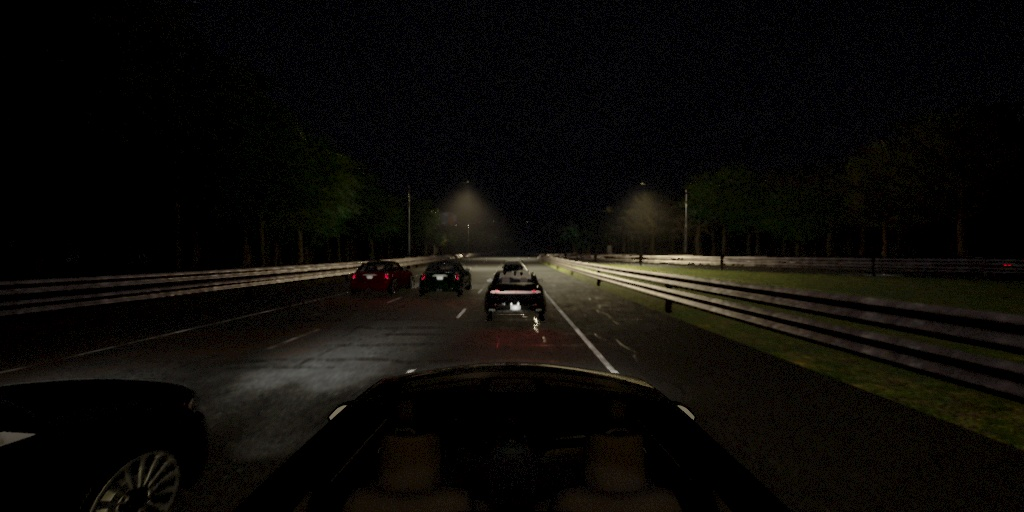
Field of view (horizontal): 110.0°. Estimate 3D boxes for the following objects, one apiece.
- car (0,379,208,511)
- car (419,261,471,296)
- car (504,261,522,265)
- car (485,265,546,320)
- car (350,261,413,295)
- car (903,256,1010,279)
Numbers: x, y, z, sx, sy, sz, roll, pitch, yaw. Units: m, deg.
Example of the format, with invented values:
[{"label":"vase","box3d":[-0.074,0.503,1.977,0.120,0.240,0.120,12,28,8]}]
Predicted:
[{"label":"car","box3d":[-3.400,1.240,0.922,2.128,1.511,4.902,0,0,0]},{"label":"car","box3d":[-3.401,1.051,19.035,2.097,1.767,4.553,0,0,0]},{"label":"car","box3d":[0.099,1.102,35.266,1.895,1.301,4.718,0,1,0]},{"label":"car","box3d":[0.101,1.228,12.525,2.128,1.511,4.902,0,0,0]},{"label":"car","box3d":[-6.900,1.047,19.500,2.097,1.767,4.553,0,0,0]},{"label":"car","box3d":[31.223,0.765,25.330,2.163,1.488,4.792,0,0,-39]}]
